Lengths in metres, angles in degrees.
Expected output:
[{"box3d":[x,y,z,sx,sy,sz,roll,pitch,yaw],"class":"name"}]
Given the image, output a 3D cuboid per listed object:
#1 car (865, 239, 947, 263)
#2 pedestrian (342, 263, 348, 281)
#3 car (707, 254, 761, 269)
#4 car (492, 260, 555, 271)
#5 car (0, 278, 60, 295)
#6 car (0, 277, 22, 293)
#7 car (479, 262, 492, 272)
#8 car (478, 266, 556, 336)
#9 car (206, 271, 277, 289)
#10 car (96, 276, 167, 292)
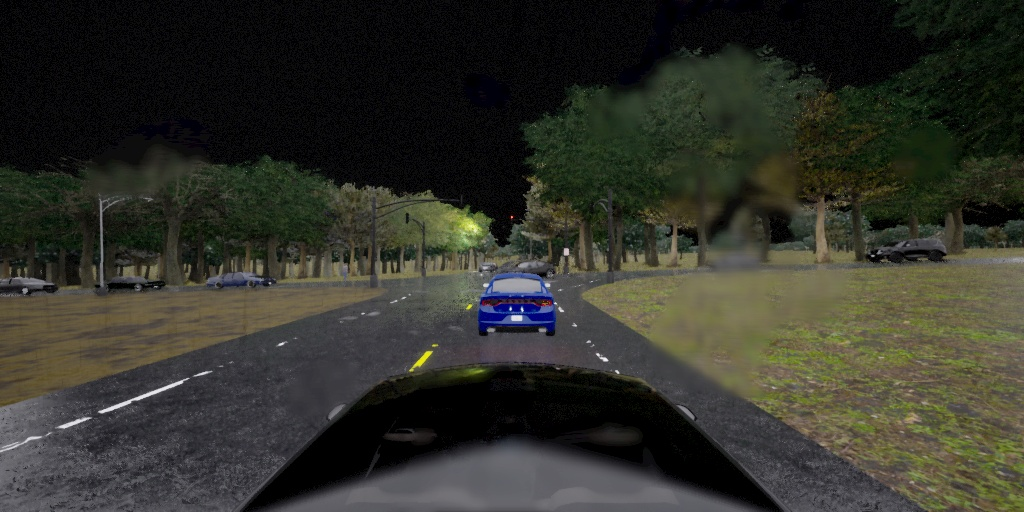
[{"box3d":[35.262,-0.445,32.180,5.566,2.045,2.150,-2,-1,2],"class":"car"},{"box3d":[-17.861,1.682,38.404,0.375,1.860,0.375,0,1,3],"class":"pedestrian"},{"box3d":[20.271,0.481,32.826,4.181,1.385,1.994,-2,-1,2],"class":"car"},{"box3d":[1.225,1.118,27.791,5.008,1.535,1.882,-2,-1,-43],"class":"car"},{"box3d":[-43.512,2.674,31.996,4.892,1.490,1.837,-2,-1,3],"class":"car"},{"box3d":[-53.076,2.980,36.131,5.008,1.535,1.882,-2,-1,2],"class":"car"},{"box3d":[-3.867,1.679,53.561,2.128,1.511,4.902,0,-1,-1],"class":"car"},{"box3d":[0.140,1.233,10.444,1.882,1.535,5.008,0,0,1],"class":"car"},{"box3d":[-23.426,2.049,31.078,5.357,1.411,2.033,-2,-1,6],"class":"car"},{"box3d":[-33.348,2.440,31.511,4.718,1.301,1.895,-2,-1,3],"class":"car"}]
